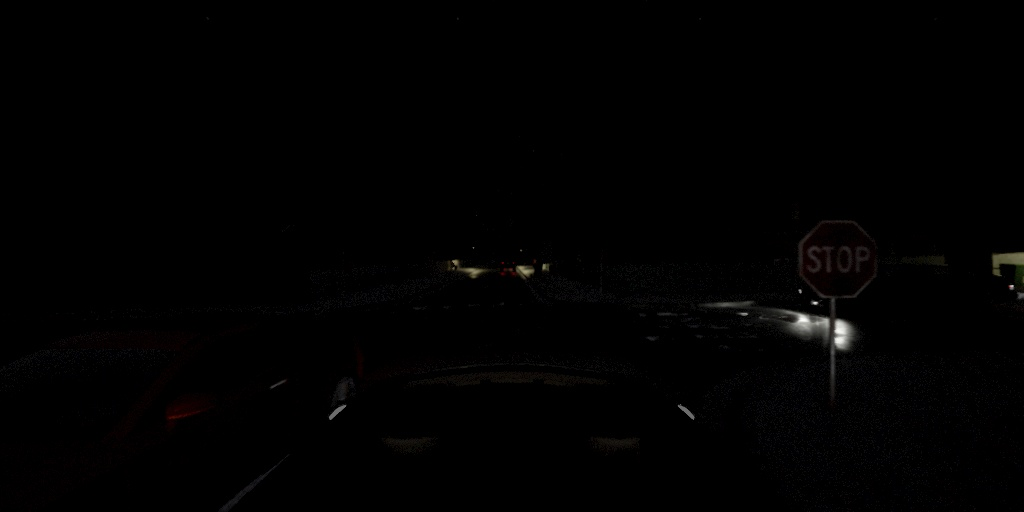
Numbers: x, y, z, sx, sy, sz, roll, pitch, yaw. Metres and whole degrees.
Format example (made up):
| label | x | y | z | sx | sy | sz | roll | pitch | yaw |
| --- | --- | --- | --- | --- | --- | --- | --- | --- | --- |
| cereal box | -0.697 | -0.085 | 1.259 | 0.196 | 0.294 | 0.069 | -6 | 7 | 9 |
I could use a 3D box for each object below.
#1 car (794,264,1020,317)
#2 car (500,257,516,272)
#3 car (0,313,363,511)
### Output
| label | x | y | z | sx | sy | sz | roll | pitch | yaw |
| --- | --- | --- | --- | --- | --- | --- | --- | --- | --- |
| car | 11.844 | 0.963 | 10.939 | 5.357 | 1.411 | 2.033 | -2 | 0 | -1 |
| car | -0.589 | 1.180 | 51.828 | 2.150 | 2.045 | 5.566 | 0 | -2 | -1 |
| car | -2.889 | 1.281 | 2.874 | 1.812 | 1.442 | 4.674 | -1 | 0 | 3 |
